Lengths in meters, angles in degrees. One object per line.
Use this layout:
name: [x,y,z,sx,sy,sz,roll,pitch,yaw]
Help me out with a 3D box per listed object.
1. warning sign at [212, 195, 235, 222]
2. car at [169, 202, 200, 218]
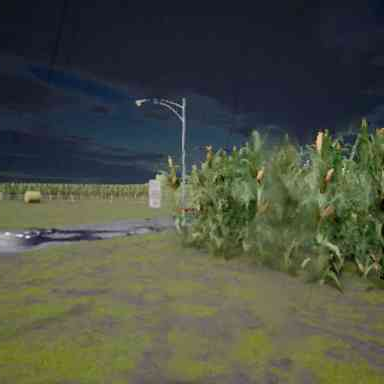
warning sign: [2.346,1.188,24.673,1.300,1.860,1.060,1,1,35]
car: [-0.030,1.621,30.588,1.895,1.301,4.718,1,0,35]
